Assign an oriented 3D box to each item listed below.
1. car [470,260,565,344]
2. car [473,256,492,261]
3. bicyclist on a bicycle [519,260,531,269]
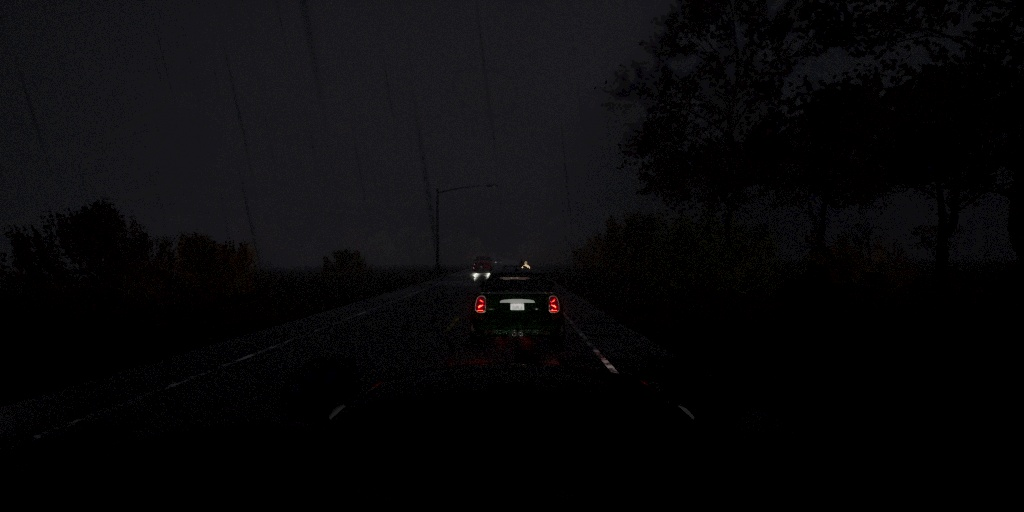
[{"bbox_3d":[0.116,1.099,9.740,2.097,1.767,4.553,0,0,0],"label":"car"},{"bbox_3d":[-3.642,0.956,45.065,2.150,2.045,5.566,0,0,0],"label":"car"},{"bbox_3d":[0.985,1.177,25.563,0.866,1.612,1.509,0,0,1],"label":"bicyclist on a bicycle"}]
